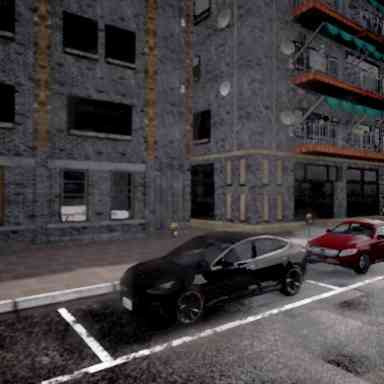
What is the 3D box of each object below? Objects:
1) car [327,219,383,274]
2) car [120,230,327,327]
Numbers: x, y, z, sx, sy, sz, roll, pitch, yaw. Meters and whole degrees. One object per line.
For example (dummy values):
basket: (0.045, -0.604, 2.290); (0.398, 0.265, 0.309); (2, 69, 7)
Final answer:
car: (5.261, 1.535, 10.315); (4.206, 1.307, 1.802); (0, 1, -36)
car: (0.654, 1.544, 7.024); (4.313, 1.339, 1.947); (0, 1, -36)
